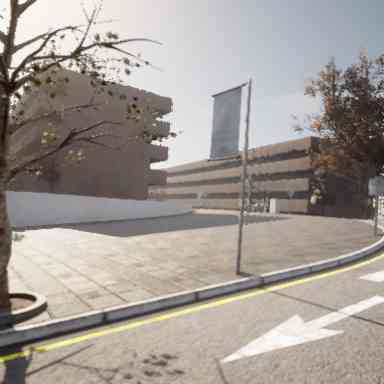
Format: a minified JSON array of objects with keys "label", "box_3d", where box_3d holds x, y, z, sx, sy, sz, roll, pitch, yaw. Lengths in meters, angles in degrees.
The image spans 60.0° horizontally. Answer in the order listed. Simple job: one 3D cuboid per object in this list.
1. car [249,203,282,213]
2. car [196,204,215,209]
[{"label":"car","box_3d":[9.669,2.158,44.226,2.033,1.411,5.357,5,-2,-23]},{"label":"car","box_3d":[2.399,2.848,60.123,2.128,1.511,4.902,5,-6,-25]}]
